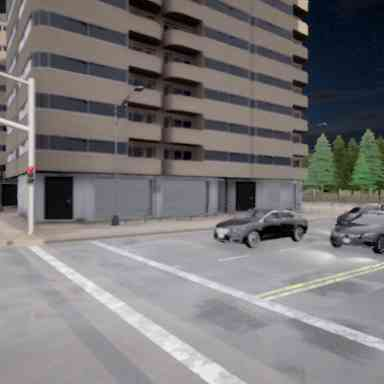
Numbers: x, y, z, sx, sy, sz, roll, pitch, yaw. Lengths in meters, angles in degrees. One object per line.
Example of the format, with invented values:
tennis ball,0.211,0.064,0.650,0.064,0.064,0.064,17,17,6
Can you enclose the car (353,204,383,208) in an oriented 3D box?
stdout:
car,10.729,1.515,20.209,4.892,1.490,1.837,0,0,-35

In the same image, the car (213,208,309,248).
car,3.166,1.497,14.843,4.902,1.511,2.128,0,0,-35

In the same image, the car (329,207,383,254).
car,7.610,1.533,13.709,4.674,1.442,1.812,0,0,-36
